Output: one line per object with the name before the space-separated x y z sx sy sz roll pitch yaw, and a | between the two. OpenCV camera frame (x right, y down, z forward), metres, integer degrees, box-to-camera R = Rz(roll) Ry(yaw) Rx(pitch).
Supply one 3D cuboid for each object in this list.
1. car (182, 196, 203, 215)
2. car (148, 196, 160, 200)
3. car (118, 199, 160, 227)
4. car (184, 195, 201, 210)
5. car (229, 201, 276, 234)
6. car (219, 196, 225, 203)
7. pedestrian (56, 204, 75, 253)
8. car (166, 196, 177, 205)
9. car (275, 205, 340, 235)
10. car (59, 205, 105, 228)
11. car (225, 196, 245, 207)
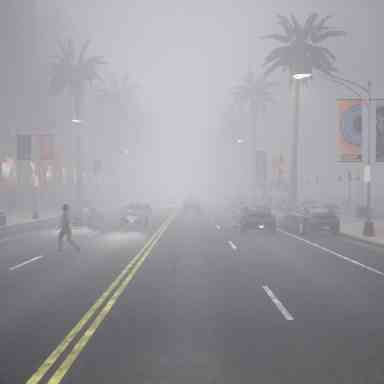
car | 0.007 1.505 34.311 1.837 1.490 4.892 0 0 0
car | -7.091 1.504 62.871 1.837 1.490 4.892 0 0 1
car | -3.661 1.491 22.527 2.128 1.511 4.902 0 0 0
car | -0.014 1.352 44.309 2.097 1.767 4.553 0 0 -1
car | 3.548 1.505 19.409 1.837 1.490 4.892 0 0 0
car | 6.719 1.513 69.909 2.161 1.482 4.786 0 0 0
pedestrian | -4.618 1.294 12.167 0.375 1.860 0.375 0 0 0
car | -3.643 1.491 60.036 2.128 1.511 4.902 0 0 1
car | 6.538 1.481 18.604 2.231 1.521 4.892 0 0 0
car | -7.158 1.564 21.946 1.994 1.385 4.181 0 0 0
car | 6.470 1.354 47.979 2.185 1.767 4.553 0 0 0
